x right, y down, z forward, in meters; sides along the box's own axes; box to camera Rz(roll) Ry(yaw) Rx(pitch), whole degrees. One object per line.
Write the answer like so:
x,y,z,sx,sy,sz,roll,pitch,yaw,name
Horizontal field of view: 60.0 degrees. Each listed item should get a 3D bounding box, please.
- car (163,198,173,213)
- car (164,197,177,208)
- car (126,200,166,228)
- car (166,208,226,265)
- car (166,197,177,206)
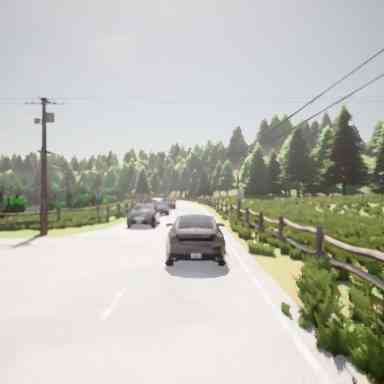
-3.263,1.641,34.164,1.812,1.442,4.674,0,0,0,car
-3.321,1.509,46.594,2.097,1.767,4.553,0,0,0,car
-3.268,1.569,23.045,2.128,1.511,4.902,0,0,0,car
0.118,1.543,11.809,1.837,1.490,4.892,0,0,0,car
-3.893,1.729,62.245,1.882,1.535,5.008,0,0,-4,car
